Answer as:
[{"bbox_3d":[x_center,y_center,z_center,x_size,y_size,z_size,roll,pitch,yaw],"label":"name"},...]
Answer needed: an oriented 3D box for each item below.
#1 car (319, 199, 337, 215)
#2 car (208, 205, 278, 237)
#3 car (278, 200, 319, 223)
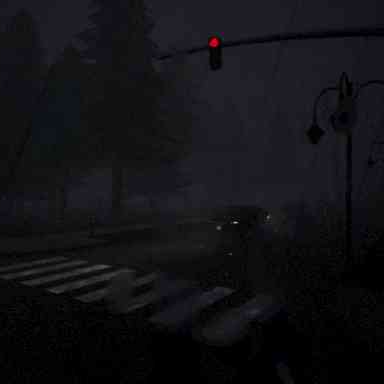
[{"bbox_3d":[13.644,1.494,34.330,1.882,1.535,5.008,0,0,34],"label":"car"},{"bbox_3d":[2.673,1.481,18.150,2.128,1.511,4.902,0,0,34],"label":"car"},{"bbox_3d":[8.032,1.494,26.021,2.128,1.511,4.902,0,0,34],"label":"car"}]
